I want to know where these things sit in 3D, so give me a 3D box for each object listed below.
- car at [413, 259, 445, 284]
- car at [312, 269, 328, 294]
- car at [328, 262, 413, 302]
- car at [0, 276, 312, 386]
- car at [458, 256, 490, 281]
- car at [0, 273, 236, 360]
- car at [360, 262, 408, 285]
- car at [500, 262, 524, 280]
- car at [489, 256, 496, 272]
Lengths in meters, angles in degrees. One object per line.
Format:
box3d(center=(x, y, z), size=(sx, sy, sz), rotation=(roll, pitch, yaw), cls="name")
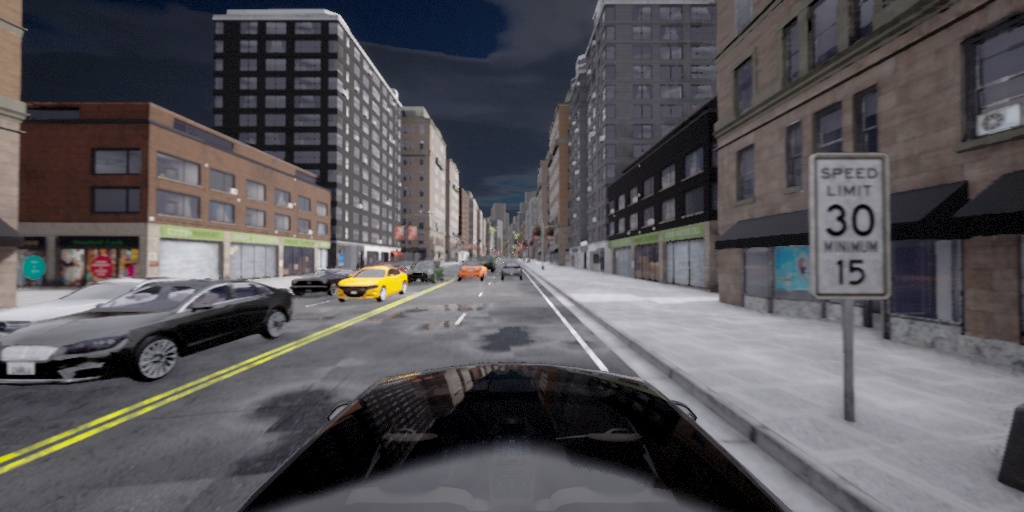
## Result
box3d(center=(-6.517, 1.113, 27.276), size=(2.097, 1.767, 4.553), rotation=(0, 0, 0), cls="car")
box3d(center=(-9.762, 1.360, 19.424), size=(1.895, 1.301, 4.718), rotation=(0, 0, 0), cls="car")
box3d(center=(-6.510, 1.236, 17.242), size=(1.882, 1.535, 5.008), rotation=(0, 0, 0), cls="car")
box3d(center=(-6.559, 1.245, 7.256), size=(2.128, 1.511, 4.902), rotation=(0, 0, 0), cls="car")
box3d(center=(-3.260, 1.113, 30.408), size=(2.097, 1.767, 4.553), rotation=(0, 0, 0), cls="car")
box3d(center=(-9.795, 1.280, 9.207), size=(1.812, 1.442, 4.674), rotation=(0, 0, 0), cls="car")
box3d(center=(-9.767, 1.254, 27.837), size=(1.882, 1.535, 5.008), rotation=(0, 0, 0), cls="car")
box3d(center=(-0.010, 1.252, 31.211), size=(2.128, 1.511, 4.902), rotation=(0, 0, 0), cls="car")
box3d(center=(-3.224, 0.976, 45.322), size=(2.150, 2.045, 5.566), rotation=(0, 0, 1), cls="car")
